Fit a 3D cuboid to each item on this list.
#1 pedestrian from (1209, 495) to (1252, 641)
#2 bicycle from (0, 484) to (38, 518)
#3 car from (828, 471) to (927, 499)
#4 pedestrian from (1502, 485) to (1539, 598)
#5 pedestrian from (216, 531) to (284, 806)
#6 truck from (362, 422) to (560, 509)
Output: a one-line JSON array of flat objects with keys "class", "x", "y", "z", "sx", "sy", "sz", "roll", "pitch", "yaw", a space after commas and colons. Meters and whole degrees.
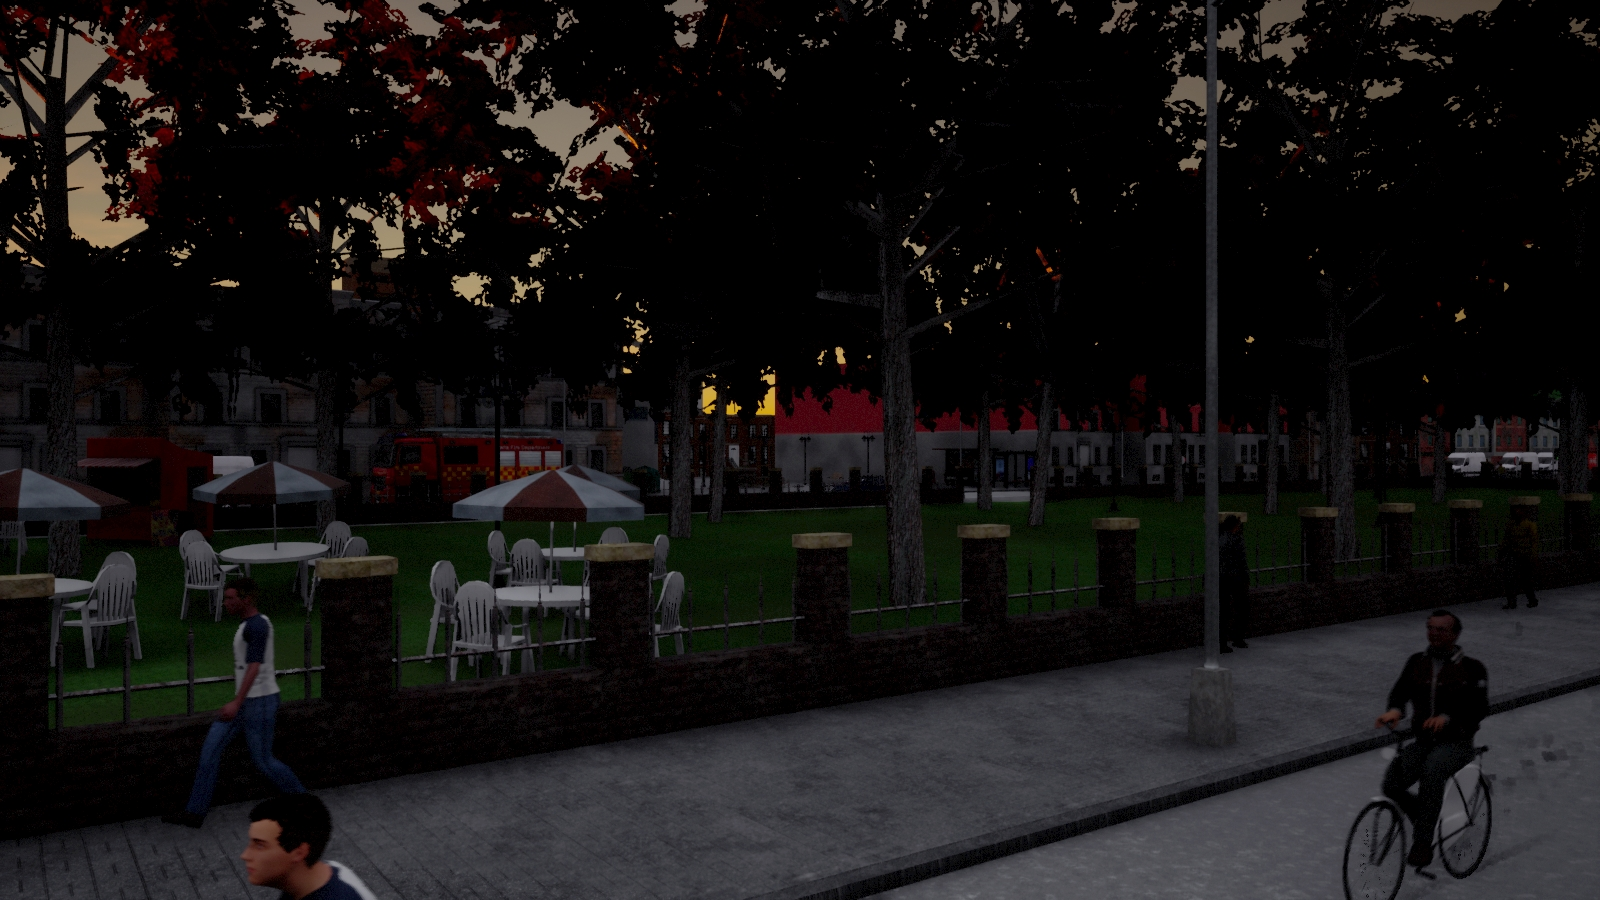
[{"class": "pedestrian", "x": 5.641, "y": 1.525, "z": 14.970, "sx": 0.375, "sy": 1.860, "sz": 0.375, "roll": 0, "pitch": 0, "yaw": -36}, {"class": "bicycle", "x": -30.089, "y": 1.940, "z": 43.427, "sx": 1.835, "sy": 1.271, "sz": 0.329, "roll": 0, "pitch": 0, "yaw": -36}, {"class": "car", "x": 4.292, "y": 1.886, "z": 63.012, "sx": 5.357, "sy": 1.411, "sz": 2.033, "roll": 0, "pitch": 0, "yaw": -35}, {"class": "pedestrian", "x": 12.131, "y": 1.525, "z": 19.237, "sx": 0.375, "sy": 1.860, "sz": 0.375, "roll": 0, "pitch": 0, "yaw": -25}, {"class": "pedestrian", "x": -3.922, "y": 1.525, "z": 8.147, "sx": 0.375, "sy": 1.860, "sz": 0.375, "roll": 0, "pitch": 0, "yaw": -36}, {"class": "truck", "x": -15.884, "y": 0.671, "z": 53.854, "sx": 8.468, "sy": 3.827, "sz": 2.891, "roll": 0, "pitch": 0, "yaw": -35}]
